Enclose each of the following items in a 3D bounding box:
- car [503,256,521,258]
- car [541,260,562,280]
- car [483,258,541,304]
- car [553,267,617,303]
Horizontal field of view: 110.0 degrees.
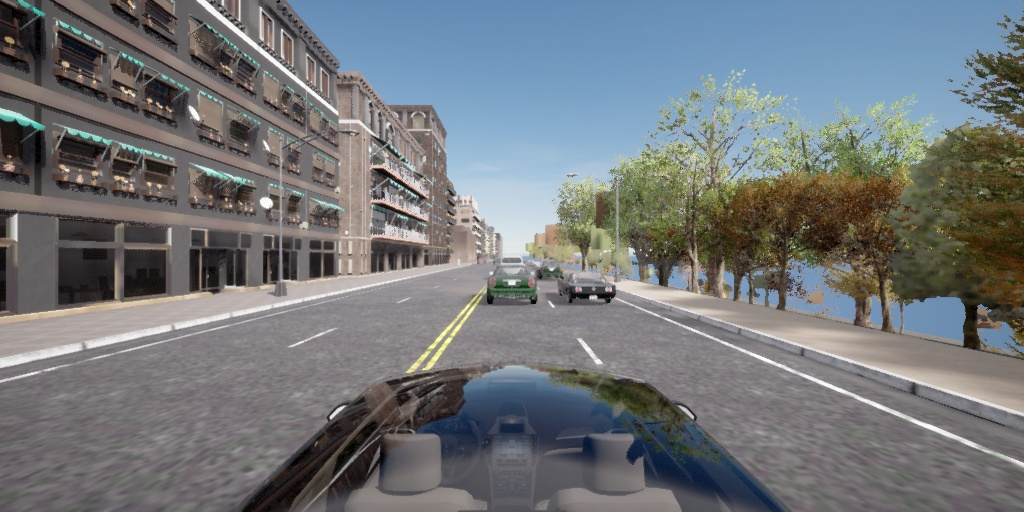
[{"bbox_3d":[0.000,1.011,31.530,2.150,2.045,5.566,0,0,0],"label":"car"},{"bbox_3d":[3.250,1.119,31.470,2.097,1.767,4.553,0,0,0],"label":"car"},{"bbox_3d":[0.000,1.117,16.470,2.097,1.767,4.553,0,0,0],"label":"car"},{"bbox_3d":[3.250,1.368,16.530,1.895,1.301,4.718,0,0,0],"label":"car"}]
